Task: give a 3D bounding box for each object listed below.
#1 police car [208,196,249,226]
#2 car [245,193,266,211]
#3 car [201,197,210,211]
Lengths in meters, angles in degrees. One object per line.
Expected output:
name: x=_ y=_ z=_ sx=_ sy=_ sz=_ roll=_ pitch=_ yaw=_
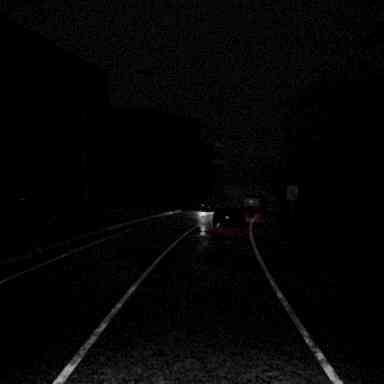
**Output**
police car: x=2.585 y=1.305 z=22.437 sx=1.930 sy=1.638 sz=5.238 roll=1 pitch=0 yaw=11
car: x=7.544 y=1.119 z=39.866 sx=2.150 sy=2.045 sz=5.566 roll=2 pitch=1 yaw=20
car: x=2.396 y=1.276 z=35.468 sx=1.837 sy=1.490 sz=4.892 roll=2 pitch=0 yaw=18
